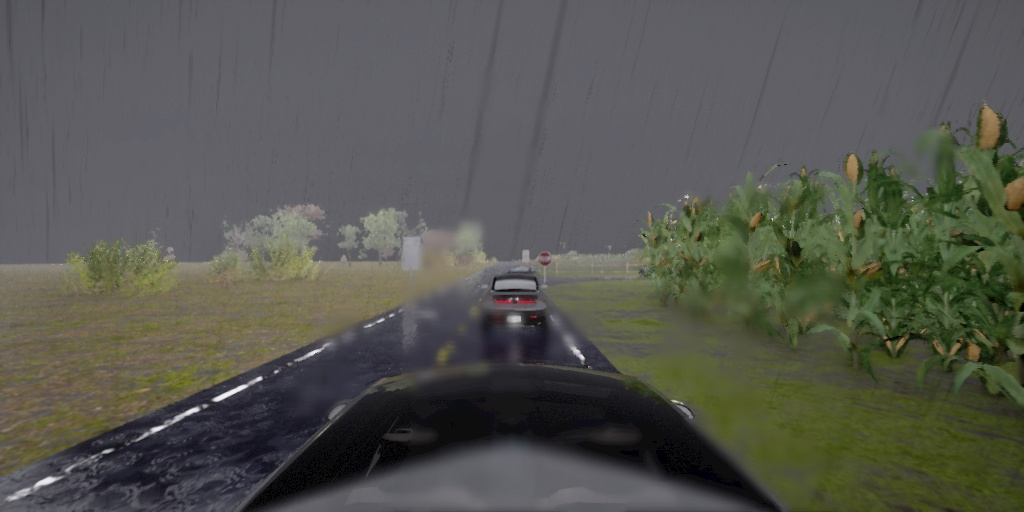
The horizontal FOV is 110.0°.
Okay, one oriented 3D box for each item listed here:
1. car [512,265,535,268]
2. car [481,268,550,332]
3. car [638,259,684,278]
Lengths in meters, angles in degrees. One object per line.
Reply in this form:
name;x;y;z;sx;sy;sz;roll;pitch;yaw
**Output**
car;0.817;1.324;23.875;2.128;1.511;4.902;0;1;11
car;0.090;1.295;11.065;1.837;1.490;4.892;0;0;0
car;14.201;1.114;33.545;4.553;1.767;2.097;-1;-1;-1
